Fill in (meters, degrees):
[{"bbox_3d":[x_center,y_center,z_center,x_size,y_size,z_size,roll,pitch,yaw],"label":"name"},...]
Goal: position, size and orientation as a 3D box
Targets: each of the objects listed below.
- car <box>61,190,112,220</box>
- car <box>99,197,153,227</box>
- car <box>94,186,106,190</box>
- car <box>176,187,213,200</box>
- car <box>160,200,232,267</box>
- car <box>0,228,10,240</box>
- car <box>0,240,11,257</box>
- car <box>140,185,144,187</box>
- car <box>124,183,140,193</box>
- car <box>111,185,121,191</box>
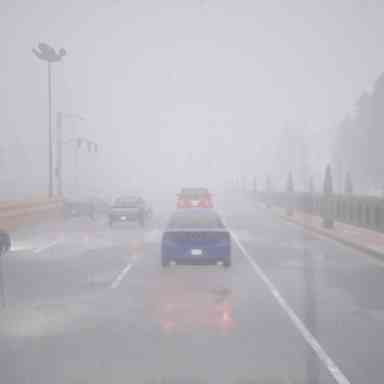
[{"bbox_3d":[-6.826,0.901,21.772,1.882,1.535,5.008,0,2,0],"label":"car"},{"bbox_3d":[-3.343,1.006,18.674,2.128,1.511,4.902,0,1,0],"label":"car"},{"bbox_3d":[-20.616,-0.666,74.481,1.837,1.490,4.892,0,2,0],"label":"car"},{"bbox_3d":[0.164,0.676,20.754,2.150,2.045,5.566,0,2,0],"label":"car"},{"bbox_3d":[0.119,1.240,10.528,1.882,1.535,5.008,0,2,0],"label":"car"},{"bbox_3d":[-6.887,1.367,9.132,1.994,1.385,4.181,0,2,0],"label":"car"},{"bbox_3d":[-3.399,1.484,2.238,1.837,1.490,4.892,0,1,0],"label":"car"},{"bbox_3d":[-13.525,-1.076,89.841,1.994,1.385,4.181,0,2,0],"label":"car"},{"bbox_3d":[-13.618,-0.929,74.097,2.150,2.045,5.566,0,2,0],"label":"car"},{"bbox_3d":[-20.524,-1.110,90.048,2.128,1.511,4.902,0,2,0],"label":"car"}]
